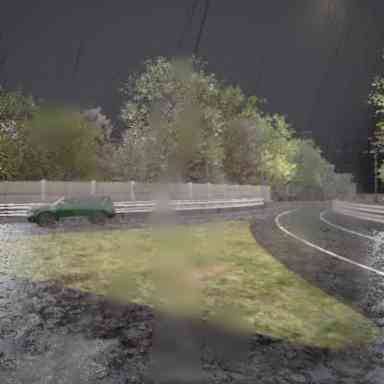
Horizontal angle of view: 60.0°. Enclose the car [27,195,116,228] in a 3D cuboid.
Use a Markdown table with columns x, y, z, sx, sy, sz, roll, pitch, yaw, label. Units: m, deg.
| x | y | z | sx | sy | sz | roll | pitch | yaw | label |
| --- | --- | --- | --- | --- | --- | --- | --- | --- | --- |
| -7.908 | 1.206 | 22.211 | 5.566 | 2.045 | 2.150 | 0 | 0 | -28 | car |
